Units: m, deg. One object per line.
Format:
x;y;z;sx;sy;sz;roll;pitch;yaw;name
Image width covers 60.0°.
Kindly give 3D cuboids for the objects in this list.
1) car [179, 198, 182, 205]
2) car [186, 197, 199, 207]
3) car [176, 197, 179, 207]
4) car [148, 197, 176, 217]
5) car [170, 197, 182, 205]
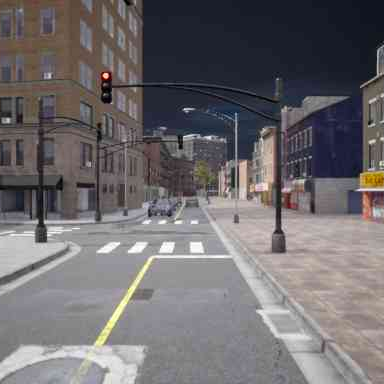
-2.893;1.519;50.312;1.837;1.490;4.892;0;0;0;car
0.050;1.506;51.942;2.128;1.511;4.902;0;0;0;car
-2.888;1.514;40.382;1.837;1.490;4.892;0;0;0;car
-2.880;1.357;31.190;2.097;1.767;4.553;0;0;0;car
-2.873;1.585;60.343;1.994;1.385;4.181;0;0;0;car
